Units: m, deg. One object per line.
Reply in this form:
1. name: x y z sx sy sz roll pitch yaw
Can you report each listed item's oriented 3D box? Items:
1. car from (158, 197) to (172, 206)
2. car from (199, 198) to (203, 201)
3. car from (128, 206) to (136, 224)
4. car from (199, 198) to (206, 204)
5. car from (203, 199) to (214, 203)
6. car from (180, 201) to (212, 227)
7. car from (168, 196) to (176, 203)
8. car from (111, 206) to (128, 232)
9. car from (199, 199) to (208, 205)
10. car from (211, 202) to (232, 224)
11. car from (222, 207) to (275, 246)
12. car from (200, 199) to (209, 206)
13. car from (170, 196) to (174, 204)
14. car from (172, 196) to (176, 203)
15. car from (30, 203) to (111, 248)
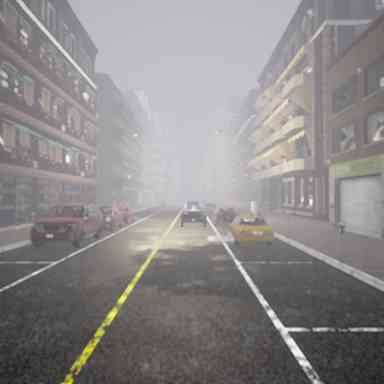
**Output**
1. car: -5.671 2.142 66.527 2.008 1.369 4.403 0 -1 0
2. car: 0.114 1.854 42.095 1.882 1.535 5.008 0 -1 0
3. car: -5.682 1.788 27.076 1.887 1.381 4.507 0 -1 0
4. car: 2.715 2.371 89.065 1.802 1.307 4.206 0 -1 0
5. car: 2.705 1.994 49.613 2.008 1.369 4.403 0 -1 0
6. car: 0.107 1.717 25.067 2.128 1.511 4.902 0 0 0
7. car: -5.663 2.153 94.711 2.192 1.841 5.009 0 -1 0
8. car: -5.684 1.633 21.440 1.967 1.590 4.097 0 -1 0
9. car: 2.712 2.256 77.793 1.947 1.339 4.313 0 -1 0
10. car: 2.698 1.788 27.070 1.887 1.381 4.507 0 -1 0
11. car: 2.695 1.670 15.968 1.752 1.417 4.829 0 -1 0
12. car: 2.711 2.168 72.327 1.752 1.417 4.829 0 -1 0
13. car: -5.670 2.192 72.164 2.008 1.369 4.403 0 -1 0
14. car: -5.667 2.284 83.436 1.887 1.381 4.507 0 -1 0
15. car: -5.684 1.458 15.806 2.192 1.841 5.009 0 -1 0
